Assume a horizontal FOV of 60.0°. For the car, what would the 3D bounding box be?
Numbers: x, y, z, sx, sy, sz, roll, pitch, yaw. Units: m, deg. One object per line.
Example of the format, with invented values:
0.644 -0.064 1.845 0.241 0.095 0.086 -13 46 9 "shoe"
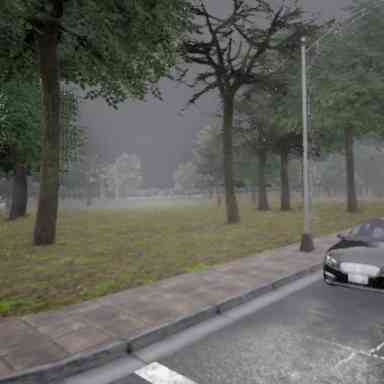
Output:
4.978 1.410 8.346 2.128 1.511 4.902 -1 0 44 "car"
